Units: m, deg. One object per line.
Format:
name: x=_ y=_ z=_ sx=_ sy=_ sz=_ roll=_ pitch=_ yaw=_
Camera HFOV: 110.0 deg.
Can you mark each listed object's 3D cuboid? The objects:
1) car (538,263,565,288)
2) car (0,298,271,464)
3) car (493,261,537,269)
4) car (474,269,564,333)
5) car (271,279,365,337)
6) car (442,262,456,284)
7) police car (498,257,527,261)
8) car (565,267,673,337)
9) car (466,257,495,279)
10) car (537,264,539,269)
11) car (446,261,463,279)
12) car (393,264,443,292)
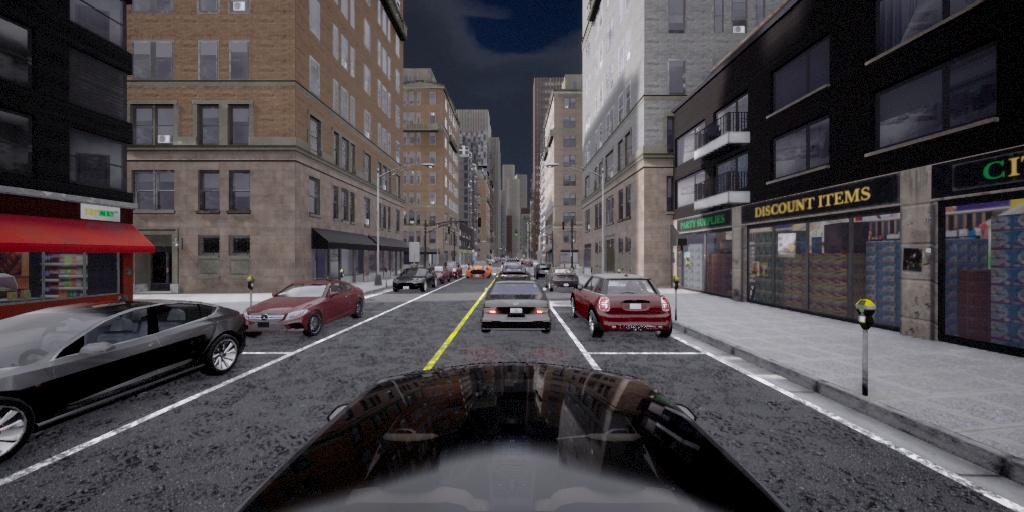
car: x=2.887 y=1.301 z=21.251 sx=2.007 sy=1.370 sz=4.403 roll=0 pitch=0 yaw=0
car: x=-5.667 y=1.316 z=4.762 sx=1.948 sy=1.339 sz=4.313 roll=0 pitch=0 yaw=0
car: x=0.129 y=1.242 z=21.250 sx=2.128 sy=1.511 sz=4.902 roll=0 pitch=0 yaw=0
car: x=0.110 y=1.297 z=10.719 sx=2.033 sy=1.411 sz=5.357 roll=0 pitch=0 yaw=0
car: x=-5.657 y=1.332 z=10.263 sx=1.802 sy=1.307 sz=4.207 roll=0 pitch=0 yaw=0
car: x=-5.630 y=1.334 z=26.767 sx=1.802 sy=1.307 sz=4.207 roll=0 pitch=0 yaw=0
police car: x=0.047 y=1.178 z=32.567 sx=1.930 sy=1.638 sz=5.238 roll=0 pitch=0 yaw=0
car: x=2.868 y=1.190 z=10.248 sx=1.967 sy=1.591 sz=4.097 roll=0 pitch=0 yaw=0
car: x=-2.951 y=1.106 z=33.062 sx=2.097 sy=1.767 sz=4.553 roll=0 pitch=0 yaw=0
car: x=2.905 y=1.319 z=32.253 sx=1.948 sy=1.339 sz=4.313 roll=0 pitch=0 yaw=0
car: x=-5.620 y=1.193 z=32.268 sx=1.967 sy=1.591 sz=4.097 roll=0 pitch=0 yaw=0
car: x=-5.638 y=1.317 z=21.265 sx=1.948 sy=1.339 sz=4.313 roll=0 pitch=0 yaw=0
